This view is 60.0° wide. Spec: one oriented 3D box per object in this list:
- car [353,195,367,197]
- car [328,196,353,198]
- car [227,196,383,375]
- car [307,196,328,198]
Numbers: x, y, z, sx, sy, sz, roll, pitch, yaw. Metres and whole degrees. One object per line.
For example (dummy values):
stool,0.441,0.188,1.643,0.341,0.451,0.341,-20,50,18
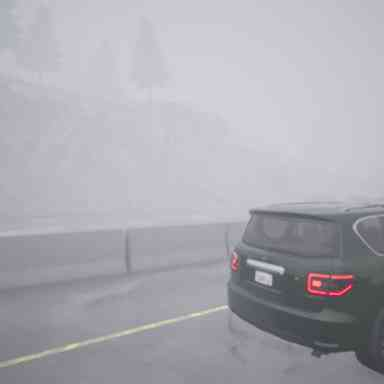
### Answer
car,16.853,1.201,29.128,4.553,1.767,2.097,0,0,-23
car,16.089,1.187,32.608,4.553,1.767,2.097,0,0,-23
car,3.174,1.191,5.741,5.566,2.045,2.150,0,0,-33
car,12.928,1.181,35.035,4.553,1.767,2.097,0,0,-24
